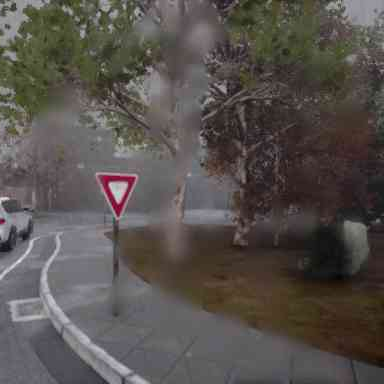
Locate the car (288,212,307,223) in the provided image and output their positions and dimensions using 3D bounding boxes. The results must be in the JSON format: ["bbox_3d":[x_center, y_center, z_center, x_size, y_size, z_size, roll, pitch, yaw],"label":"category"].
[{"bbox_3d":[14.703,3.647,47.841,4.892,1.490,1.837,4,-3,-41],"label":"car"}]

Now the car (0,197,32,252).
[{"bbox_3d":[-8.174,1.201,13.690,2.150,2.045,5.566,0,0,-16],"label":"car"}]
